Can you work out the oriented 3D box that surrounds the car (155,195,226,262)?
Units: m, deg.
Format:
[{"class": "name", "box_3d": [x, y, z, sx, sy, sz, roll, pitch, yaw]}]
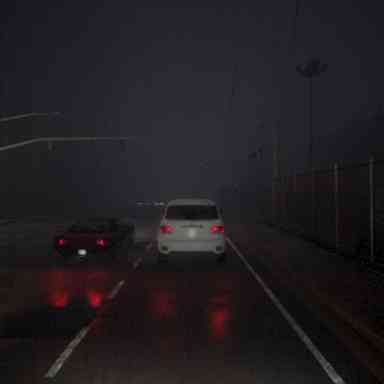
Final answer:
[{"class": "car", "box_3d": [0.020, 1.255, 12.359, 2.150, 2.045, 5.566, 0, 0, 0]}]

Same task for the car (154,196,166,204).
[{"class": "car", "box_3d": [-7.067, 1.716, 73.659, 2.128, 1.511, 4.902, 0, 0, 0]}]

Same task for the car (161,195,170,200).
[{"class": "car", "box_3d": [-7.081, 1.485, 89.258, 1.812, 1.442, 4.674, 0, 0, 0]}]

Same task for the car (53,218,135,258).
[{"class": "car", "box_3d": [-3.475, 1.634, 12.830, 1.895, 1.301, 4.718, 0, 0, 0]}]

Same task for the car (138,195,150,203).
[{"class": "car", "box_3d": [-10.567, 1.546, 73.686, 2.097, 1.767, 4.553, 0, 0, 0]}]
